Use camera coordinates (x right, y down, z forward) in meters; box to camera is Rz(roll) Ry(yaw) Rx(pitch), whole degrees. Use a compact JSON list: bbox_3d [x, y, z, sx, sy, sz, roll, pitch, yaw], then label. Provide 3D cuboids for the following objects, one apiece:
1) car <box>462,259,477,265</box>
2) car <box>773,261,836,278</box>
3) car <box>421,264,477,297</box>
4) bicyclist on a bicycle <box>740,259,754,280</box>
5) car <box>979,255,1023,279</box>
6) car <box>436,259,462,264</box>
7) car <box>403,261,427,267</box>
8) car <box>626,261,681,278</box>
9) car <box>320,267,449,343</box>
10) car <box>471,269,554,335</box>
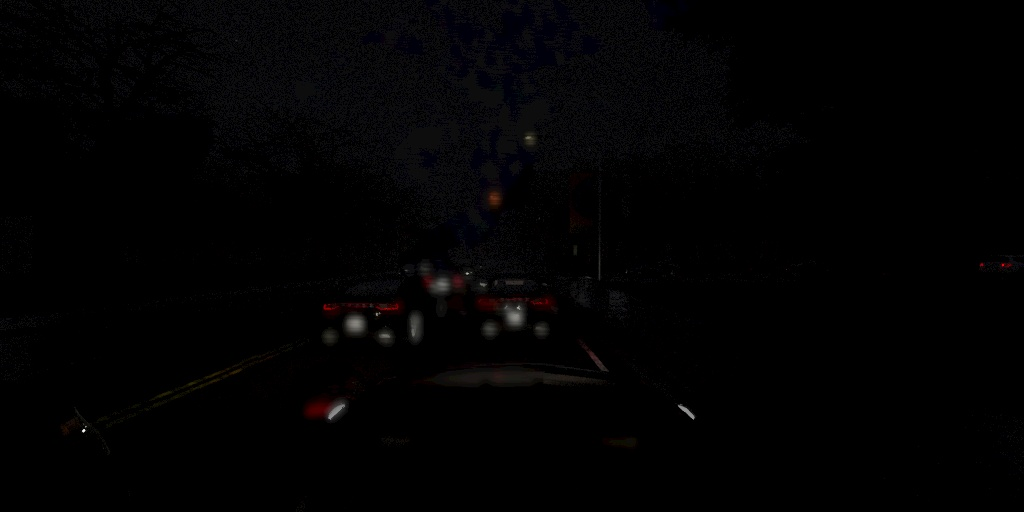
[{"bbox_3d":[-6.678,1.308,53.218,1.812,1.442,4.674,0,0,0],"label":"car"},{"bbox_3d":[27.210,1.203,33.450,5.008,1.535,1.882,-1,0,0],"label":"car"},{"bbox_3d":[-3.200,1.319,18.682,1.994,1.385,4.181,0,0,0],"label":"car"},{"bbox_3d":[18.086,1.039,27.588,0.582,1.620,1.656,0,0,0],"label":"bicyclist on a bicycle"},{"bbox_3d":[43.540,0.940,30.554,5.566,2.045,2.150,0,0,0],"label":"car"},{"bbox_3d":[-6.656,1.273,36.650,1.837,1.490,4.892,0,0,0],"label":"car"},{"bbox_3d":[-9.907,1.259,36.709,2.128,1.511,4.902,0,0,0],"label":"car"},{"bbox_3d":[13.133,1.232,33.446,4.902,1.511,2.128,0,0,0],"label":"car"},{"bbox_3d":[-3.169,1.229,9.744,1.882,1.535,5.008,0,0,0],"label":"car"},{"bbox_3d":[0.080,1.229,10.492,1.882,1.535,5.008,0,0,0],"label":"car"}]
